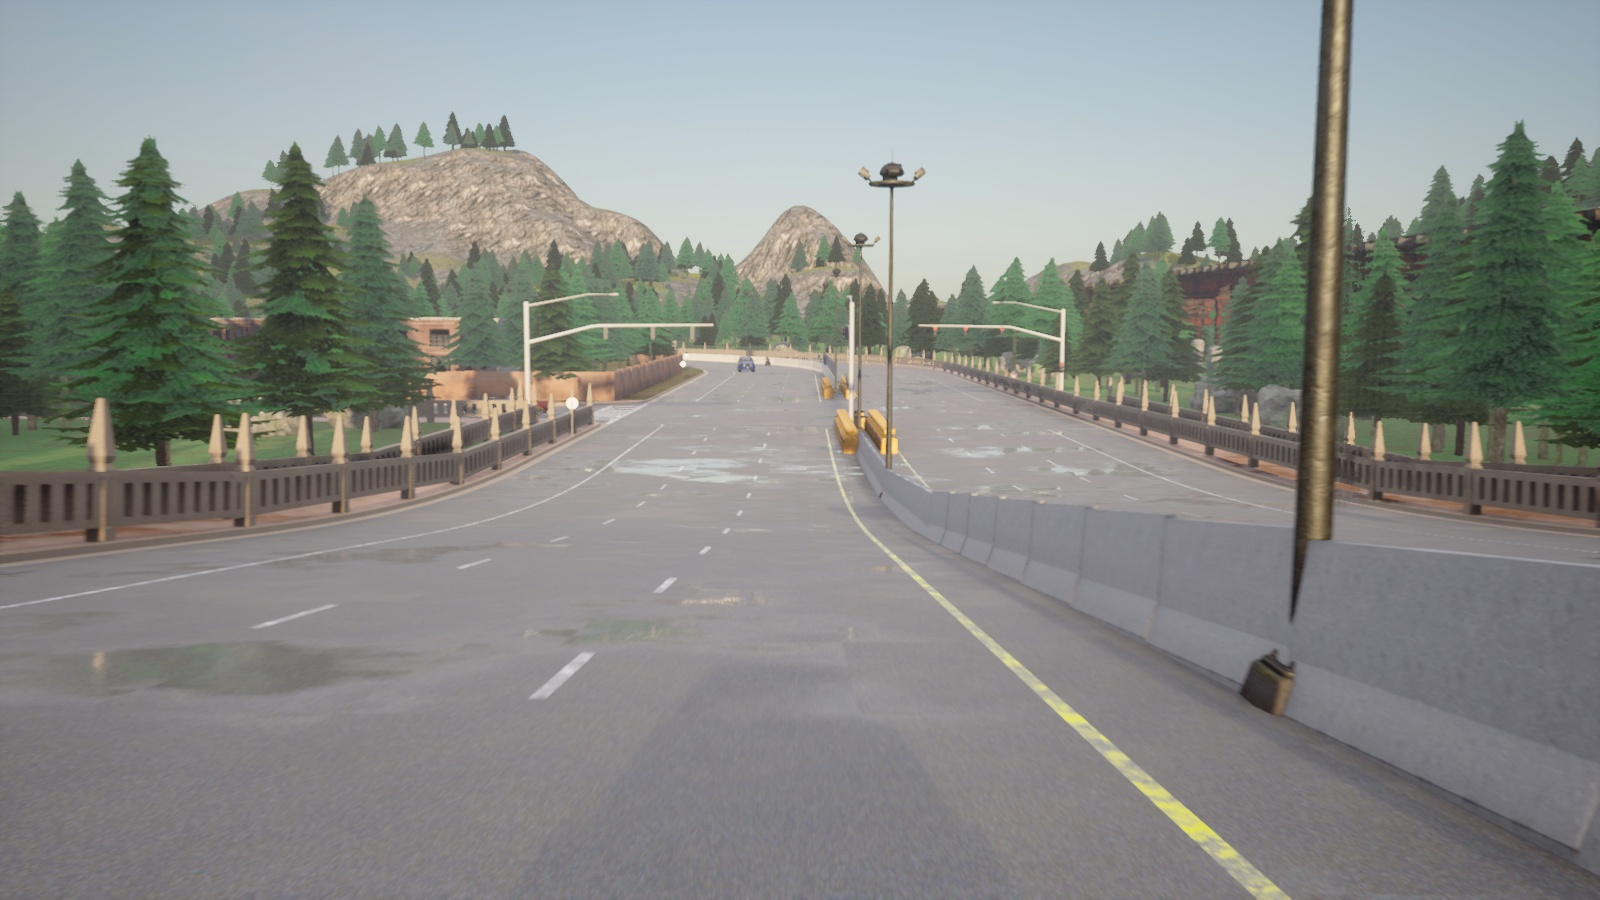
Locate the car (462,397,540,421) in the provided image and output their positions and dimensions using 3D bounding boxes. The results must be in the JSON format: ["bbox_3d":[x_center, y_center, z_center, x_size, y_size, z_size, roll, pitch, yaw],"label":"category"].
[{"bbox_3d":[-20.816,-2.879,87.530,4.902,1.511,2.128,0,6,0],"label":"car"}]

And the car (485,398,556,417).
[{"bbox_3d":[-20.256,-3.086,91.028,4.718,1.301,1.895,0,6,0],"label":"car"}]
